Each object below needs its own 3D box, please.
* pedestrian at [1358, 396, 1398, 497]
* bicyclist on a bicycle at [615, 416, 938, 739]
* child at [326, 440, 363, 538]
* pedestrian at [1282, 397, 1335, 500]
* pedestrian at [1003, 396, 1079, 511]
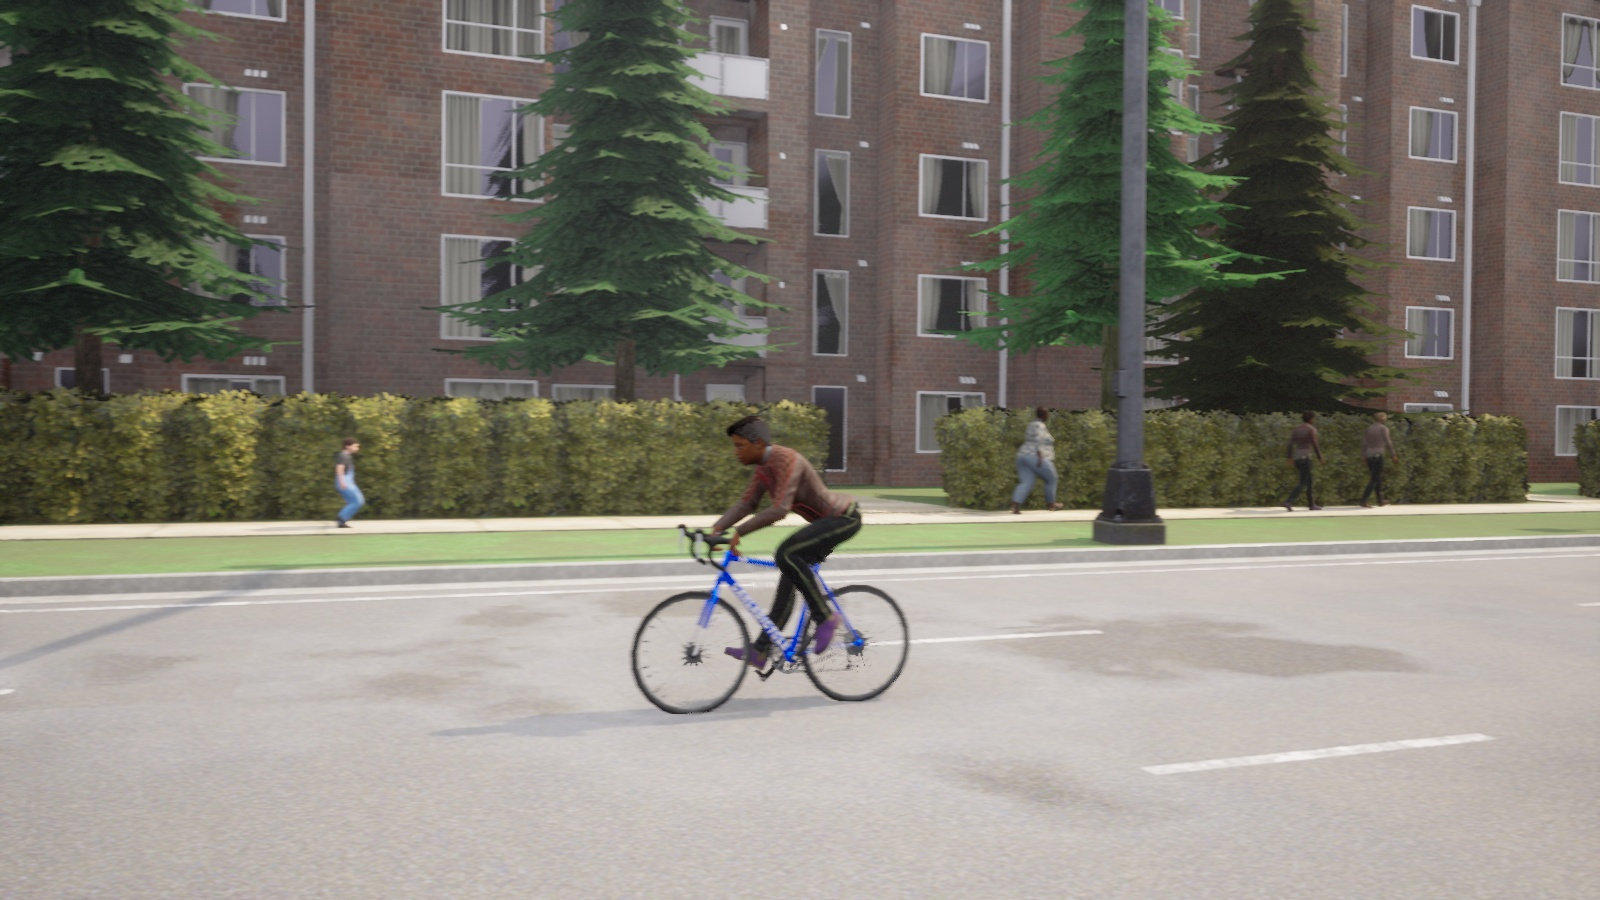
[{"bbox_3d":[10.769,-0.070,23.393,0.634,1.846,0.331,-1,1,-21],"label":"pedestrian"},{"bbox_3d":[-0.127,0.639,6.934,1.656,1.620,0.582,-1,1,-21],"label":"bicyclist on a bicycle"},{"bbox_3d":[-5.983,0.503,16.502,0.437,1.263,0.270,-1,1,-21],"label":"child"},{"bbox_3d":[8.989,-0.031,22.187,0.869,1.805,0.328,-1,1,-20],"label":"pedestrian"},{"bbox_3d":[3.989,0.044,20.858,0.900,1.855,0.874,-1,1,-21],"label":"pedestrian"}]
